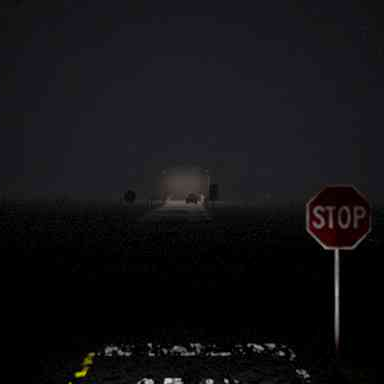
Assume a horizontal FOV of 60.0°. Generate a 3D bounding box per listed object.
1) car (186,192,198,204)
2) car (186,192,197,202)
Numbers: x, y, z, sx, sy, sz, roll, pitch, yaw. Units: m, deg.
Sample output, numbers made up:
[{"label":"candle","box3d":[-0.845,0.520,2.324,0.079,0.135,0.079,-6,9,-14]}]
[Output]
[{"label":"car","box3d":[-0.074,1.327,60.587,2.097,1.767,4.553,0,0,0]},{"label":"car","box3d":[-0.087,1.079,70.652,2.150,2.045,5.566,0,0,0]}]
